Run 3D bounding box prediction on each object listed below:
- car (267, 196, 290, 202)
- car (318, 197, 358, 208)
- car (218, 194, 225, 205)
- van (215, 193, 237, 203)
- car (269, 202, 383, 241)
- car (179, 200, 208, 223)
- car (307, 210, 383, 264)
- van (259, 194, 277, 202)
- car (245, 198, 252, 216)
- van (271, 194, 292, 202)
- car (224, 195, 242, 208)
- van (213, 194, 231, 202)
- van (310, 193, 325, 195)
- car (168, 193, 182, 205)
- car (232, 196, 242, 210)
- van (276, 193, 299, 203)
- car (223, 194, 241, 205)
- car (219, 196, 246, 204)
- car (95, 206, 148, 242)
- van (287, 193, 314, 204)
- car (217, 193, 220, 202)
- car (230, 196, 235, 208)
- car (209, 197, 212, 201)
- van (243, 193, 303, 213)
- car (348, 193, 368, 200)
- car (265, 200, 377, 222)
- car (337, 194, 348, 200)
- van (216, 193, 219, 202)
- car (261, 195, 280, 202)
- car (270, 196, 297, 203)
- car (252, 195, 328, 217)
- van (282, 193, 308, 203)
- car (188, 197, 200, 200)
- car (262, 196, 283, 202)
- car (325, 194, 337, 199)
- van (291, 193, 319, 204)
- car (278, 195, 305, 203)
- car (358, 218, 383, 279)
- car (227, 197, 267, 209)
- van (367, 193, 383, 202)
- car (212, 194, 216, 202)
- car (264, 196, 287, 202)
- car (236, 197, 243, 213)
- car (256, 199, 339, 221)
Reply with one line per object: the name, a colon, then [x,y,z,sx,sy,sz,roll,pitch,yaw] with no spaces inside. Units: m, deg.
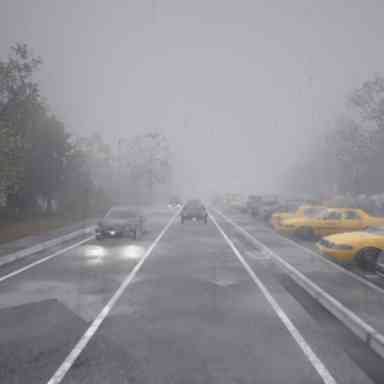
car: [20.564,1.678,79.514,4.892,1.521,2.231,0,-1,0]
car: [20.297,1.480,46.420,4.674,1.452,2.002,0,0,0]
car: [7.052,1.446,49.290,5.366,1.575,1.946,0,0,0]
van: [7.306,1.318,71.482,4.442,1.987,1.878,0,-1,0]
car: [6.776,1.452,16.108,5.366,1.575,1.946,0,0,0]
car: [0.164,1.550,24.940,1.895,1.301,4.718,0,0,0]
car: [6.728,1.493,10.436,5.366,1.575,1.946,0,0,0]
van: [20.779,1.640,90.596,4.442,1.987,1.878,0,-1,0]
car: [7.082,1.457,27.079,4.792,1.488,2.163,0,0,0]
van: [20.664,1.404,76.747,4.442,1.987,1.878,0,-1,0]
car: [6.983,1.438,40.962,5.366,1.575,1.946,0,0,0]
van: [7.655,1.555,85.359,4.442,1.987,1.878,0,-1,0]
van: [20.434,1.217,49.190,4.442,1.987,1.878,0,0,0]
car: [-3.024,1.212,59.123,2.150,2.045,5.566,0,0,1]
car: [7.093,1.465,35.408,4.792,1.488,2.163,0,0,0]
van: [20.384,1.310,71.211,4.442,1.987,1.878,0,-1,0]
car: [7.208,1.447,46.513,4.892,1.521,2.231,0,0,0]
car: [7.333,1.499,60.393,4.674,1.452,2.002,0,0,0]
car: [-3.316,1.465,16.342,1.837,1.490,4.892,0,0,0]
van: [20.548,1.230,62.915,4.442,1.987,1.878,0,0,0]
car: [7.302,1.456,57.617,5.008,1.535,2.097,0,0,0]
car: [7.116,1.467,38.185,4.792,1.488,2.163,0,0,0]
car: [7.521,1.733,82.580,5.008,1.535,2.097,0,-1,0]
van: [7.192,1.204,29.855,4.442,1.987,1.878,0,0,0]
car: [20.172,1.178,35.214,5.566,2.045,2.435,0,0,0]
car: [7.169,1.437,18.758,5.366,1.575,1.946,0,0,0]
car: [20.196,1.181,37.984,5.566,2.045,2.435,0,0,0]
van: [7.237,1.236,63.170,4.442,1.987,1.878,0,0,0]
car: [20.608,1.693,87.827,4.553,1.767,2.185,0,-1,0]
car: [20.339,1.580,73.975,5.366,1.575,1.946,0,-1,0]
car: [7.061,1.301,24.306,4.553,1.767,2.185,0,0,0]
van: [20.339,1.233,65.820,4.442,1.987,1.878,0,-1,0]
car: [0.261,1.434,42.602,2.128,1.511,4.902,0,0,0]
car: [20.612,1.773,85.179,5.008,1.535,2.097,0,-1,0]
car: [20.264,1.437,43.525,5.008,1.535,2.097,0,0,0]
van: [20.526,1.228,60.270,4.442,1.987,1.878,0,0,0]
car: [20.483,1.488,68.436,5.008,1.535,2.097,0,-1,0]
car: [6.897,1.519,7.658,4.892,1.521,2.231,0,0,0]
car: [7.198,1.444,43.736,4.892,1.521,2.231,0,0,0]
van: [20.061,1.201,32.446,4.442,1.987,1.878,0,0,0]
car: [7.405,1.213,65.945,5.566,2.045,2.435,0,0,0]
car: [20.588,1.724,82.284,5.008,1.535,2.097,0,-1,0]
car: [7.070,1.462,32.632,4.792,1.488,2.163,0,0,0]
car: [7.000,1.432,21.527,4.892,1.521,2.231,0,0,0]
